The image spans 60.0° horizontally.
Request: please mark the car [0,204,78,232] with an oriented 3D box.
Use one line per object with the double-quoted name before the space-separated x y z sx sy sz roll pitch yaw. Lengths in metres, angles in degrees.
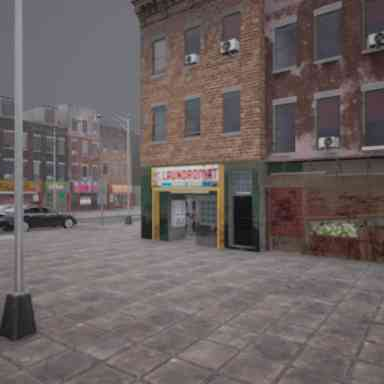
"car" -9.311 1.564 20.198 1.837 1.490 4.892 0 0 35
